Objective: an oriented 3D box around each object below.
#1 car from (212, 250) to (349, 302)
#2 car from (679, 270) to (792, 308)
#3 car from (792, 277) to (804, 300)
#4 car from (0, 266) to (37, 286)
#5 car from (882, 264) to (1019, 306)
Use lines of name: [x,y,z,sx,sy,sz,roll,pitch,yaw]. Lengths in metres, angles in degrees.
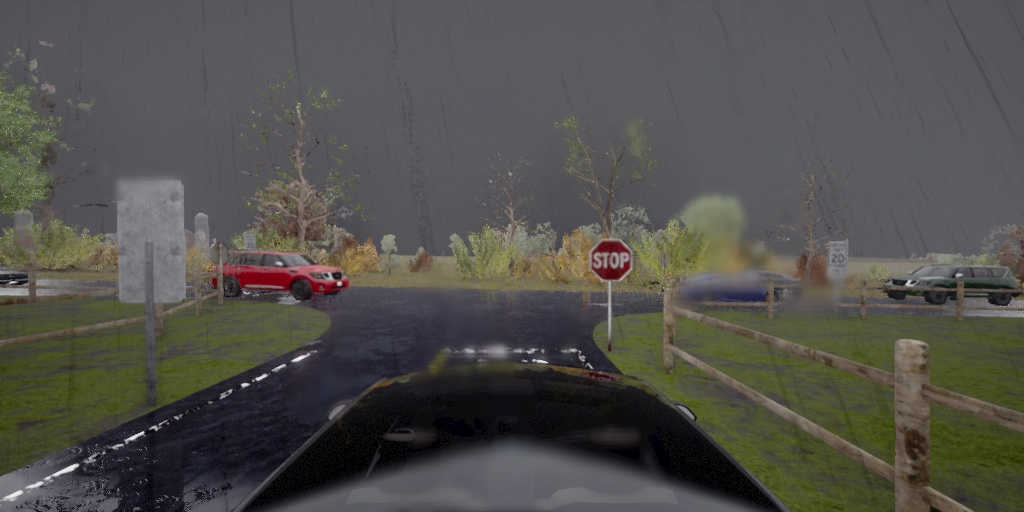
car: [-10.201,0.797,15.892,5.566,2.045,2.150,1,0,8]
car: [9.638,1.522,16.273,4.674,1.442,1.812,1,0,-4]
car: [12.800,1.514,19.235,4.902,1.511,2.128,1,1,0]
car: [-25.329,0.787,16.328,5.357,1.411,2.033,1,1,0]
car: [23.395,1.471,19.224,5.566,2.045,2.150,1,1,0]
